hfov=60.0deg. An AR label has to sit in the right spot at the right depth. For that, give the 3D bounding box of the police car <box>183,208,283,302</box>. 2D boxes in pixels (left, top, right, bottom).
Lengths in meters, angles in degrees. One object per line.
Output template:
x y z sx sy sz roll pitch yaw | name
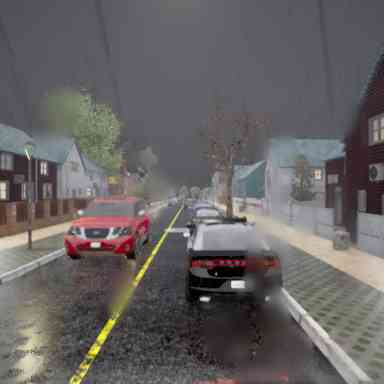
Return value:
0.807 1.425 8.433 1.930 1.638 5.238 0 0 0 | police car

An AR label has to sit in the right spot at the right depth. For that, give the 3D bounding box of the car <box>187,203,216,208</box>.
0.786 1.532 18.323 1.812 1.442 4.674 0 0 0 | car

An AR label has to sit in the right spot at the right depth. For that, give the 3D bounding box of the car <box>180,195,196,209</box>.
-0.074 1.586 44.909 2.128 1.511 4.902 0 0 1 | car

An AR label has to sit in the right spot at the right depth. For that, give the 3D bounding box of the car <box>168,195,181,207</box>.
-2.953 1.680 54.988 1.812 1.442 4.674 0 0 0 | car

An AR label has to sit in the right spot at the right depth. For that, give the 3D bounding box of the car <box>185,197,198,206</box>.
-0.122 1.667 58.096 2.128 1.511 4.902 0 0 0 | car

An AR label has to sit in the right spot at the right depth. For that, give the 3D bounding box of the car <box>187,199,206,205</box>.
0.774 1.495 24.324 1.882 1.535 5.008 0 0 0 | car

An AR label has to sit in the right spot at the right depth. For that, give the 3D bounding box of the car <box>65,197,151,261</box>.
-2.877 1.222 12.668 2.150 2.045 5.566 0 0 0 | car
